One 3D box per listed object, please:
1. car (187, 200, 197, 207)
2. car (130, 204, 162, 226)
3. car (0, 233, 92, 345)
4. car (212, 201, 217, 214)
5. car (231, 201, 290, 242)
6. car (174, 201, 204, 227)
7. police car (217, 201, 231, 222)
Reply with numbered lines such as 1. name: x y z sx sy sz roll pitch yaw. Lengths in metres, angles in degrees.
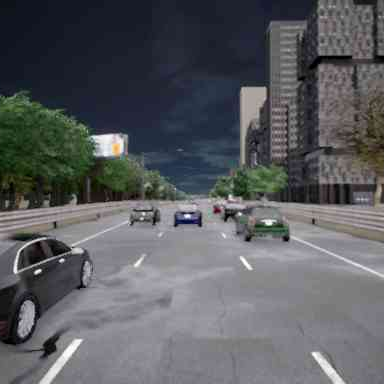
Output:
1. car: 0.044 2.651 75.579 2.128 1.511 4.902 0 -2 0
2. car: -3.403 1.651 24.940 2.128 1.511 4.902 0 0 0
3. car: -3.401 1.546 6.416 1.837 1.490 4.892 0 0 0
4. car: 3.509 1.807 39.316 2.163 1.488 4.792 0 -1 0
5. car: 3.498 1.463 17.261 2.097 1.767 4.553 0 0 0
6. car: -0.228 1.659 24.315 2.163 1.488 4.792 0 0 1
7. police car: 3.499 1.611 28.397 1.930 1.638 5.238 0 0 0
